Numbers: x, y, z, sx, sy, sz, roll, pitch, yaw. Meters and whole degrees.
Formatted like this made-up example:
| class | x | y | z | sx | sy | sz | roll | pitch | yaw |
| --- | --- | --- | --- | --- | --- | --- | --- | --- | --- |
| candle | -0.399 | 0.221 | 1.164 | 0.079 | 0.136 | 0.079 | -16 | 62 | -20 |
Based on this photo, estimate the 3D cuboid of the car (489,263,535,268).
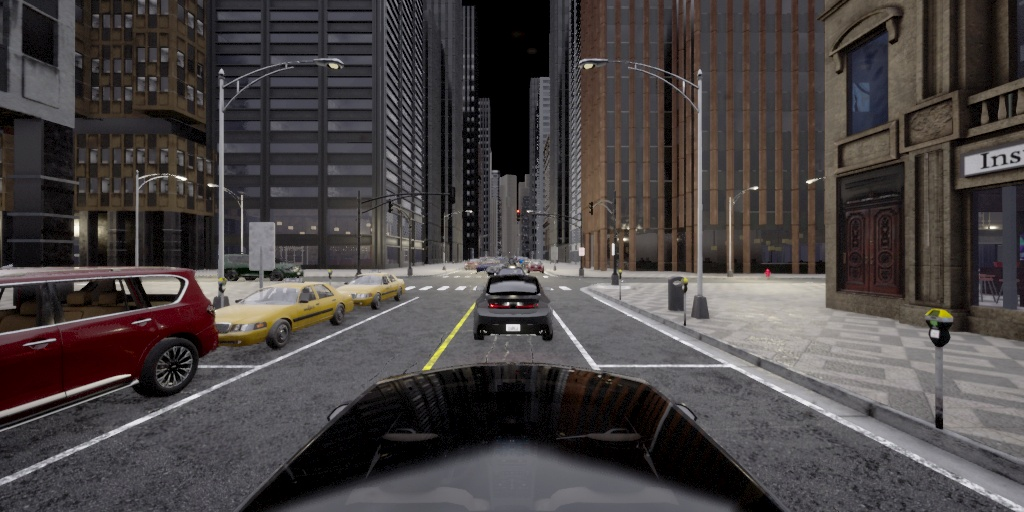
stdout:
| class | x | y | z | sx | sy | sz | roll | pitch | yaw |
| --- | --- | --- | --- | --- | --- | --- | --- | --- | --- |
| car | -0.043 | 1.298 | 20.238 | 2.033 | 1.411 | 5.357 | 0 | 0 | 0 |

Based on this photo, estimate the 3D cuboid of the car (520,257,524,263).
| class | x | y | z | sx | sy | sz | roll | pitch | yaw |
| --- | --- | --- | --- | --- | --- | --- | --- | --- | --- |
| car | 2.628 | 1.312 | 58.628 | 2.007 | 1.370 | 4.403 | 0 | 0 | 0 |

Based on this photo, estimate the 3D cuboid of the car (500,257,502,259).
| class | x | y | z | sx | sy | sz | roll | pitch | yaw |
| --- | --- | --- | --- | --- | --- | --- | --- | --- | --- |
| car | -3.213 | 1.115 | 61.960 | 2.097 | 1.767 | 4.553 | 0 | 0 | 0 |

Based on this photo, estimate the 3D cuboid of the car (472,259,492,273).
| class | x | y | z | sx | sy | sz | roll | pitch | yaw |
| --- | --- | --- | --- | --- | --- | --- | --- | --- | --- |
| car | -3.185 | 1.357 | 42.316 | 1.895 | 1.301 | 4.718 | 0 | 0 | 0 |

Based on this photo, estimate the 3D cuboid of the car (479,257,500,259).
| class | x | y | z | sx | sy | sz | roll | pitch | yaw |
| --- | --- | --- | --- | --- | --- | --- | --- | --- | --- |
| car | -3.205 | 1.111 | 52.010 | 2.097 | 1.767 | 4.553 | 0 | 0 | 0 |

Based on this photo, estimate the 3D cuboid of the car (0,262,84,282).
| class | x | y | z | sx | sy | sz | roll | pitch | yaw |
| --- | --- | --- | --- | --- | --- | --- | --- | --- | --- |
| car | -35.055 | 1.168 | 26.491 | 4.674 | 1.442 | 1.812 | 0 | 0 | 0 |

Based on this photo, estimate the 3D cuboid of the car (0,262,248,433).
| class | x | y | z | sx | sy | sz | roll | pitch | yaw |
| --- | --- | --- | --- | --- | --- | --- | --- | --- | --- |
| car | -5.766 | 1.065 | 3.784 | 2.192 | 1.841 | 5.009 | 0 | 0 | 0 |

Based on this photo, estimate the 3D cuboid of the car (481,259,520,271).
| class | x | y | z | sx | sy | sz | roll | pitch | yaw |
| --- | --- | --- | --- | --- | --- | --- | --- | --- | --- |
| car | -1.010 | 1.304 | 35.069 | 2.033 | 1.411 | 5.357 | 0 | 0 | 13 |

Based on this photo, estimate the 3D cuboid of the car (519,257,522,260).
| class | x | y | z | sx | sy | sz | roll | pitch | yaw |
| --- | --- | --- | --- | --- | --- | --- | --- | --- | --- |
| car | 2.615 | 1.330 | 64.237 | 1.948 | 1.339 | 4.313 | 0 | 0 | 0 |

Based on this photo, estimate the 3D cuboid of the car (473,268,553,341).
| class | x | y | z | sx | sy | sz | roll | pitch | yaw |
| --- | --- | --- | --- | --- | --- | --- | --- | --- | --- |
| car | 0.037 | 1.255 | 9.909 | 1.837 | 1.490 | 4.892 | 0 | 0 | 0 |

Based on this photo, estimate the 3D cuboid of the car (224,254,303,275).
| class | x | y | z | sx | sy | sz | roll | pitch | yaw |
| --- | --- | --- | --- | --- | --- | --- | --- | --- | --- |
| car | -18.573 | 0.908 | 26.652 | 5.566 | 2.045 | 2.150 | 1 | 0 | 1 |

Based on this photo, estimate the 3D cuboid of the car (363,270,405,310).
| class | x | y | z | sx | sy | sz | roll | pitch | yaw |
| --- | --- | --- | --- | --- | --- | --- | --- | --- | --- |
| car | -5.792 | 1.276 | 14.817 | 1.751 | 1.417 | 4.829 | 0 | 0 | 0 |

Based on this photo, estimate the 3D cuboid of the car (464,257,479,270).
| class | x | y | z | sx | sy | sz | roll | pitch | yaw |
| --- | --- | --- | --- | --- | --- | --- | --- | --- | --- |
| car | -5.883 | 1.199 | 52.980 | 1.967 | 1.591 | 4.097 | 0 | 0 | 0 |

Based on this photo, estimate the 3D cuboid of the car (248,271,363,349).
| class | x | y | z | sx | sy | sz | roll | pitch | yaw |
| --- | --- | --- | --- | --- | --- | --- | --- | --- | --- |
| car | -5.779 | 1.276 | 9.215 | 1.751 | 1.417 | 4.829 | 0 | 0 | 0 |

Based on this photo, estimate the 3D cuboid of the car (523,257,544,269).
| class | x | y | z | sx | sy | sz | roll | pitch | yaw |
| --- | --- | --- | --- | --- | --- | --- | --- | --- | --- |
| car | 2.668 | 1.196 | 41.801 | 1.967 | 1.591 | 4.097 | 0 | 0 | 0 |
